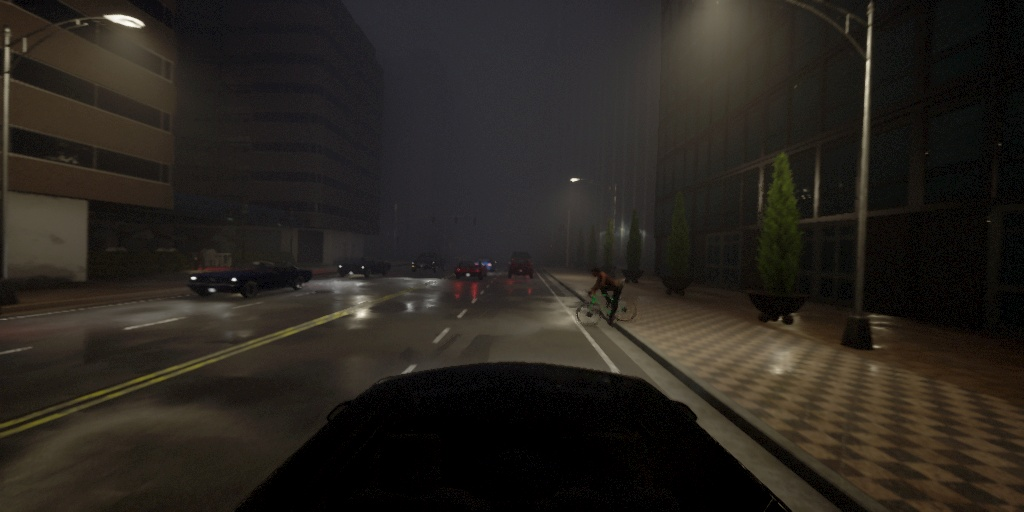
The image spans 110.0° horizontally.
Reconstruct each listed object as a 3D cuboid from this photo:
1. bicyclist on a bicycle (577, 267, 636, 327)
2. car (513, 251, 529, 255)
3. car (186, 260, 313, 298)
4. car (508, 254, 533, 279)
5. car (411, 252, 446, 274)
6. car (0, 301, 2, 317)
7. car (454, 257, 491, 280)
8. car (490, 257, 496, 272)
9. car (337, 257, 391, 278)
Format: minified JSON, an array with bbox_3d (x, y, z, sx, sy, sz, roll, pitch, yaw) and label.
[{"bbox_3d":[2.537,1.092,9.841,1.656,1.620,0.582,-7,0,1],"label":"bicyclist on a bicycle"},{"bbox_3d":[0.937,0.542,38.937,2.150,2.045,5.566,2,1,1],"label":"car"},{"bbox_3d":[-10.330,0.853,14.612,1.895,1.301,4.718,2,1,1],"label":"car"},{"bbox_3d":[0.700,0.913,28.947,1.882,1.535,5.008,2,1,1],"label":"car"},{"bbox_3d":[-6.410,0.432,28.073,1.837,1.490,4.892,2,1,1],"label":"car"},{"bbox_3d":[-10.558,0.846,4.537,1.882,1.535,5.008,2,1,1],"label":"car"},{"bbox_3d":[-2.869,0.955,26.114,1.895,1.301,4.718,2,1,1],"label":"car"},{"bbox_3d":[-2.646,0.791,35.705,2.033,1.411,5.357,2,1,1],"label":"car"},{"bbox_3d":[-10.088,0.736,24.809,1.895,1.301,4.718,2,1,1],"label":"car"}]
